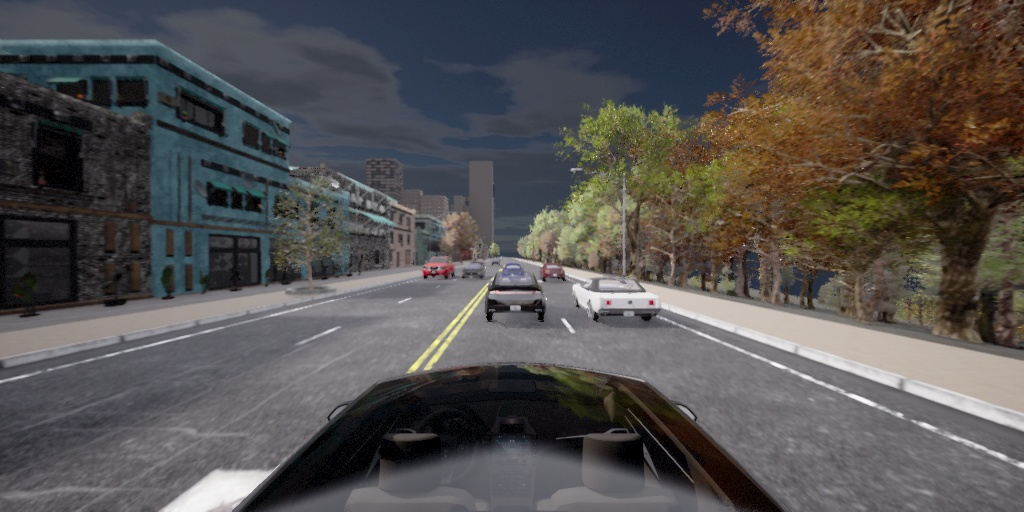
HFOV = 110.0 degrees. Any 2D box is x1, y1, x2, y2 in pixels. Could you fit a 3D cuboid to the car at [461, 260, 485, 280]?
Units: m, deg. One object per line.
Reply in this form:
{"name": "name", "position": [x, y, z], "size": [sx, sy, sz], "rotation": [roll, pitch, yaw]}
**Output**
{"name": "car", "position": [-3.362, 1.348, 32.180], "size": [2.033, 1.411, 5.357], "rotation": [0, 0, 0]}

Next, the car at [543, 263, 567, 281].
{"name": "car", "position": [3.339, 1.324, 30.153], "size": [1.812, 1.442, 4.674], "rotation": [0, 0, 0]}

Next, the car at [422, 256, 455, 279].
{"name": "car", "position": [-6.611, 1.026, 33.014], "size": [2.150, 2.045, 5.566], "rotation": [0, 0, 0]}

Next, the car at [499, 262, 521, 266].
{"name": "car", "position": [0.090, 1.324, 30.161], "size": [1.812, 1.442, 4.674], "rotation": [0, 0, 0]}

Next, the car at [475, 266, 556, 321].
{"name": "car", "position": [0.096, 1.260, 12.523], "size": [2.128, 1.511, 4.902], "rotation": [0, 0, 0]}

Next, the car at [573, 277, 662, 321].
{"name": "car", "position": [3.345, 1.369, 12.466], "size": [1.895, 1.301, 4.718], "rotation": [0, 0, 0]}
